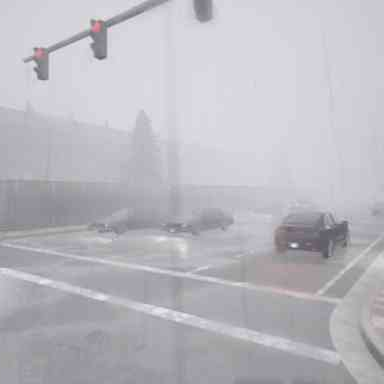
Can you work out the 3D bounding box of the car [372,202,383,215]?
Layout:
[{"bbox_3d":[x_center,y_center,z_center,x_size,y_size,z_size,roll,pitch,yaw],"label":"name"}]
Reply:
[{"bbox_3d":[19.313,1.605,33.216,1.895,1.301,4.718,-1,0,36],"label":"car"}]

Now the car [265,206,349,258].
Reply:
[{"bbox_3d":[4.757,1.500,12.931,1.837,1.490,4.892,-1,-1,35],"label":"car"}]

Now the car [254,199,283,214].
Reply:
[{"bbox_3d":[8.401,1.597,36.338,1.837,1.490,4.892,-1,0,36],"label":"car"}]

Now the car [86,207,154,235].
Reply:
[{"bbox_3d":[-3.530,1.633,19.713,2.033,1.411,5.357,-1,0,36],"label":"car"}]

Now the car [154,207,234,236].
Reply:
[{"bbox_3d":[0.517,1.604,19.351,2.033,1.411,5.357,-1,0,36],"label":"car"}]

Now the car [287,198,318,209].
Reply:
[{"bbox_3d":[11.561,1.415,34.737,2.097,1.767,4.553,-1,0,36],"label":"car"}]
